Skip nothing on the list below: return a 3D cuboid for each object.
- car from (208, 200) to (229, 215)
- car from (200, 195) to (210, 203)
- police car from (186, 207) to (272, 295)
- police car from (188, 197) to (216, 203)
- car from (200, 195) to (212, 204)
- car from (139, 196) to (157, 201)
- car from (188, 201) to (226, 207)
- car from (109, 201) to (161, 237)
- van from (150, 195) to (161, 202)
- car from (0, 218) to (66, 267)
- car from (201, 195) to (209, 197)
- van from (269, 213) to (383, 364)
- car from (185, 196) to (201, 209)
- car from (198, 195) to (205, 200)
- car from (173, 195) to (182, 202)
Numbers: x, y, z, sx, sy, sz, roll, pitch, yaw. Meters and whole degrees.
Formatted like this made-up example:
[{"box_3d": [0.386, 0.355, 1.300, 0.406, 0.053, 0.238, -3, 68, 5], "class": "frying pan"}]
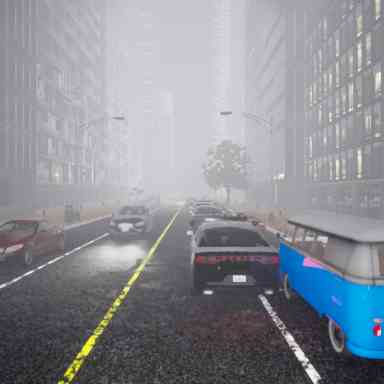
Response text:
[{"box_3d": [2.643, 1.581, 34.171, 1.802, 1.307, 4.206, 0, 0, 0], "class": "car"}, {"box_3d": [2.597, 1.401, 68.325, 1.967, 1.590, 4.097, 0, 0, 0], "class": "car"}, {"box_3d": [0.888, 1.425, 8.835, 1.930, 1.638, 5.238, 0, 0, 0], "class": "police car"}, {"box_3d": [0.866, 1.425, 24.835, 1.930, 1.638, 5.238, 0, 0, 0], "class": "police car"}, {"box_3d": [2.605, 1.410, 62.633, 1.967, 1.590, 4.097, 0, 0, 0], "class": "car"}, {"box_3d": [-5.745, 1.548, 39.855, 2.008, 1.369, 4.403, 0, 0, 0], "class": "car"}, {"box_3d": [0.874, 1.478, 18.725, 1.882, 1.535, 5.008, 0, 0, 0], "class": "car"}, {"box_3d": [-3.124, 1.491, 17.973, 2.128, 1.511, 4.902, 0, 0, 0], "class": "car"}, {"box_3d": [-5.760, 1.328, 51.240, 1.690, 1.788, 3.998, 0, 0, 0], "class": "van"}, {"box_3d": [-5.706, 1.582, 11.392, 1.802, 1.307, 4.206, 0, 0, 0], "class": "car"}, {"box_3d": [2.628, 1.544, 45.555, 2.008, 1.369, 4.403, 0, 0, 0], "class": "car"}, {"box_3d": [2.683, 1.341, 5.709, 1.690, 1.788, 3.998, 0, 0, 0], "class": "van"}, {"box_3d": [-0.052, 1.594, 45.802, 1.895, 1.301, 4.718, 0, 0, 0], "class": "car"}, {"box_3d": [2.566, 1.463, 91.095, 1.887, 1.381, 4.507, 0, 0, 0], "class": "car"}, {"box_3d": [-3.101, 1.445, 73.159, 2.128, 1.511, 4.902, 0, 0, 0], "class": "car"}]
